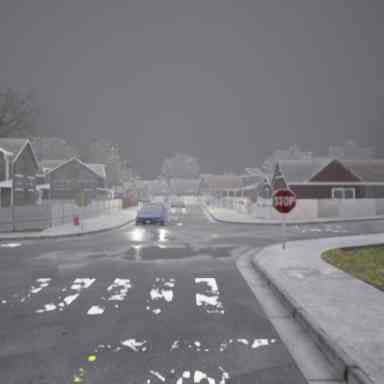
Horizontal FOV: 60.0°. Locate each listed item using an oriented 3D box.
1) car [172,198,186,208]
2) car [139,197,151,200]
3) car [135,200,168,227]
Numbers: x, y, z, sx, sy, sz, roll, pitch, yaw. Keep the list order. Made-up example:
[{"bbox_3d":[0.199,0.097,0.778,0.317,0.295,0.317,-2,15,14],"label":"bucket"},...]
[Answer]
[{"bbox_3d":[-1.957,1.708,49.391,1.812,1.442,4.674,0,1,-2],"label":"car"},{"bbox_3d":[-10.401,1.796,73.216,1.837,1.490,4.892,0,-1,-23],"label":"car"},{"bbox_3d":[-2.737,1.579,23.393,1.882,1.535,5.008,0,1,0],"label":"car"}]
